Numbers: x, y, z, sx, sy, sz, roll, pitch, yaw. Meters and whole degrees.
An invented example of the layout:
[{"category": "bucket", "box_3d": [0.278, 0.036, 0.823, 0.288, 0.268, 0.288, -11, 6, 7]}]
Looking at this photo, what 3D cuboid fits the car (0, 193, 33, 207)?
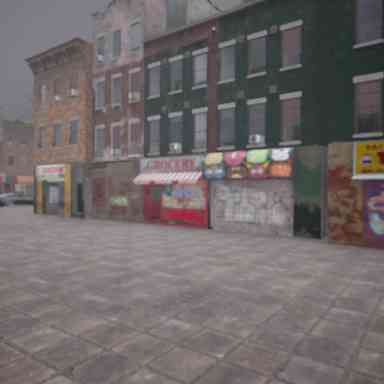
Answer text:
[{"category": "car", "box_3d": [-17.270, 0.787, 33.176, 1.947, 1.339, 4.313, 2, 2, 36]}]
